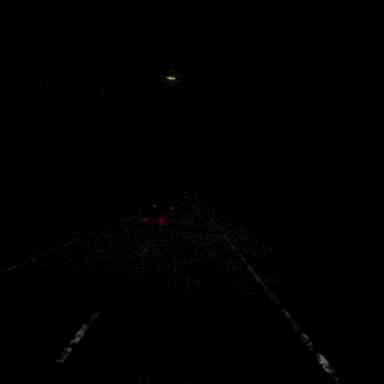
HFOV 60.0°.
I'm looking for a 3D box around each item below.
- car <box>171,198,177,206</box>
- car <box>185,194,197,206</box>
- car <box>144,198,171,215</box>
[{"bbox_3d":[-3.437,1.607,53.186,1.895,1.301,4.718,0,0,1],"label":"car"},{"bbox_3d":[-0.183,1.567,56.719,1.994,1.385,4.181,0,0,0],"label":"car"},{"bbox_3d":[-3.566,1.356,33.516,2.097,1.767,4.553,0,0,0],"label":"car"}]
